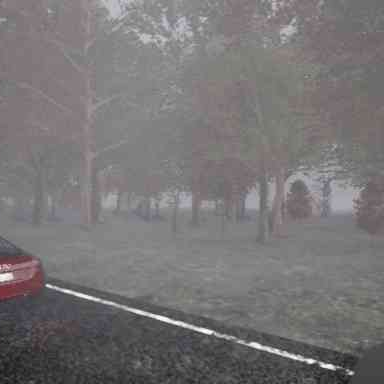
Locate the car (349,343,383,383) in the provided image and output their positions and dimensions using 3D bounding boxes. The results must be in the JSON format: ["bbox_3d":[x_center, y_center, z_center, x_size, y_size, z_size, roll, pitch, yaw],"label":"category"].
[{"bbox_3d":[3.435,1.539,1.280,5.357,1.411,2.033,-1,0,35],"label":"car"}]

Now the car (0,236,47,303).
[{"bbox_3d":[-5.012,1.555,7.138,4.181,1.385,1.994,-2,-2,35],"label":"car"}]
